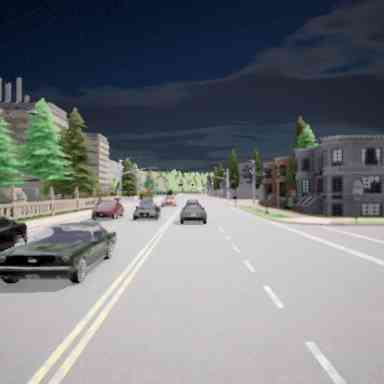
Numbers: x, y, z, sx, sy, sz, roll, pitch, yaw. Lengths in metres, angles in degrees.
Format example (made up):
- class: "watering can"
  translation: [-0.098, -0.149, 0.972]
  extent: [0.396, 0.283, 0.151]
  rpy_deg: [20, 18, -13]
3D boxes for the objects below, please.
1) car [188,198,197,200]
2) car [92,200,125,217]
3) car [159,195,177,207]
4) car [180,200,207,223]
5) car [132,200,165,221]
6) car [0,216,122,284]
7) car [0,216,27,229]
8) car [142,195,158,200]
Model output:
- class: "car"
  translation: [0.107, 1.609, 48.397]
  extent: [1.994, 1.385, 4.181]
  rpy_deg: [0, 0, 0]
- class: "car"
  translation: [-7.093, 1.505, 28.515]
  extent: [1.882, 1.535, 5.008]
  rpy_deg: [0, 0, 0]
- class: "car"
  translation: [-3.507, 1.400, 52.233]
  extent: [2.097, 1.767, 4.553]
  rpy_deg: [0, 0, 0]
- class: "car"
  translation: [0.104, 1.588, 25.599]
  extent: [1.994, 1.385, 4.181]
  rpy_deg: [0, 0, 0]
- class: "car"
  translation: [-3.594, 1.590, 27.194]
  extent: [1.994, 1.385, 4.181]
  rpy_deg: [0, 0, 0]
- class: "car"
  translation: [-3.599, 1.610, 9.726]
  extent: [1.895, 1.301, 4.718]
  rpy_deg: [0, 0, 0]
- class: "car"
  translation: [-7.099, 1.488, 10.494]
  extent: [1.882, 1.535, 5.008]
  rpy_deg: [0, 0, 0]
- class: "car"
  translation: [-7.003, 1.558, 52.675]
  extent: [1.837, 1.490, 4.892]
  rpy_deg: [0, -1, 0]
